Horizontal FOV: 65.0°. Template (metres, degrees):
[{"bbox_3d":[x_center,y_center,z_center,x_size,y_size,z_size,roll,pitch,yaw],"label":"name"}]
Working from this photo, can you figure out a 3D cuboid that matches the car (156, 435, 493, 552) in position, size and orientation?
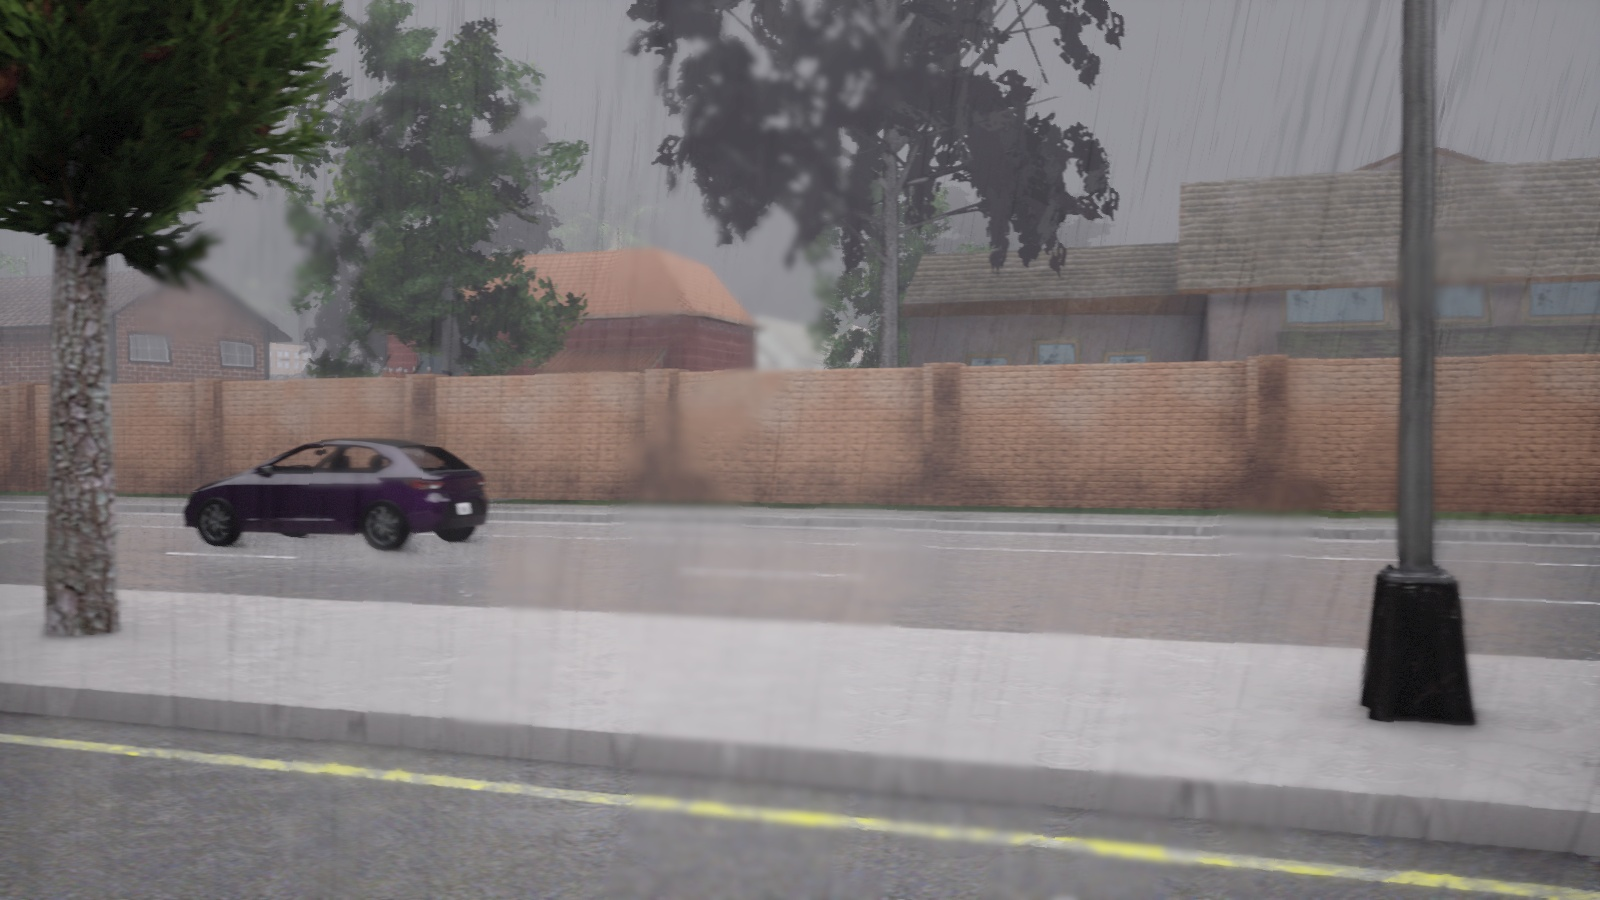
[{"bbox_3d":[-6.619,0.534,17.553,4.193,1.474,1.816,1,1,19],"label":"car"}]
